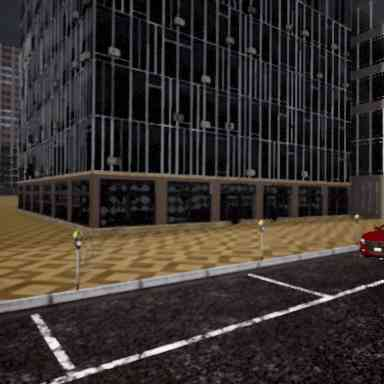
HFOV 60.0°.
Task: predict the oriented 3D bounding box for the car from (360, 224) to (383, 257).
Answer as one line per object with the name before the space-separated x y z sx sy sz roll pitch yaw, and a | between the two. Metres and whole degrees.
car | 7.925 1.661 12.206 4.507 1.381 1.887 1 0 -35
